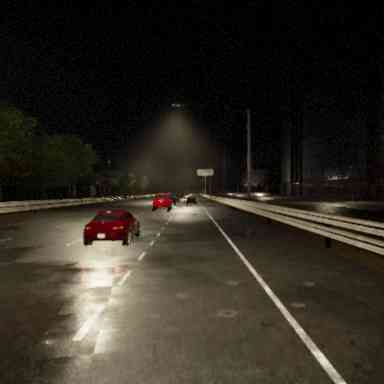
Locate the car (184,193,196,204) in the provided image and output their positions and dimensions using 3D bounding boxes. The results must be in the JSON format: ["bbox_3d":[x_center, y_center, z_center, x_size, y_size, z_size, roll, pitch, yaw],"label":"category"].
[{"bbox_3d":[-0.145,1.542,64.644,1.882,1.535,5.008,0,0,0],"label":"car"}]

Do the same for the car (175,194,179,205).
[{"bbox_3d":[-3.707,1.563,59.186,1.837,1.490,4.892,0,0,0],"label":"car"}]

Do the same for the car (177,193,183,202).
[{"bbox_3d":[-3.840,1.632,77.210,1.994,1.385,4.181,0,0,0],"label":"car"}]

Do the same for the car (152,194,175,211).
[{"bbox_3d":[-3.607,1.251,41.222,2.150,2.045,5.566,0,0,0],"label":"car"}]

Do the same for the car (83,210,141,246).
[{"bbox_3d":[-3.519,1.531,15.177,1.812,1.442,4.674,0,0,0],"label":"car"}]
